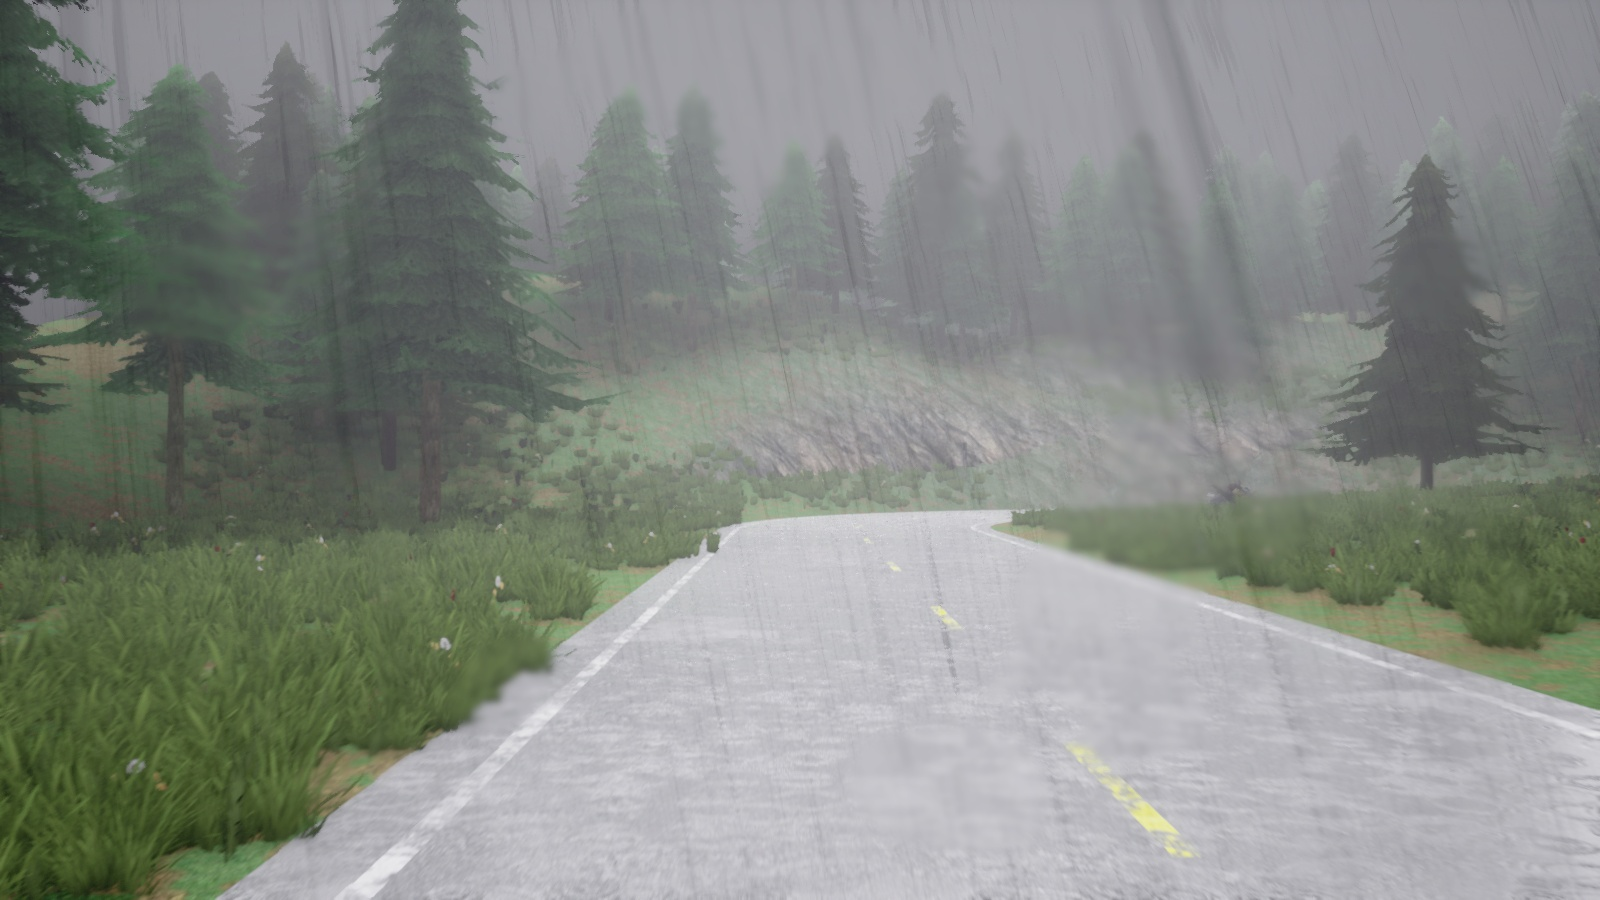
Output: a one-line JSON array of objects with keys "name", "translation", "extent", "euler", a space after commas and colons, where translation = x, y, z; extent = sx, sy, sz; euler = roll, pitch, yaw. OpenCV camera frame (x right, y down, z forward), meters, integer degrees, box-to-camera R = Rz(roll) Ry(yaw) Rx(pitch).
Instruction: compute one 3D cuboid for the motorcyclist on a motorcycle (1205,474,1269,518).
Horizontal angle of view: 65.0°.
[{"name": "motorcyclist on a motorcycle", "translation": [17.509, 1.853, 50.326], "extent": [2.191, 1.530, 0.866], "euler": [6, -2, -17]}]
